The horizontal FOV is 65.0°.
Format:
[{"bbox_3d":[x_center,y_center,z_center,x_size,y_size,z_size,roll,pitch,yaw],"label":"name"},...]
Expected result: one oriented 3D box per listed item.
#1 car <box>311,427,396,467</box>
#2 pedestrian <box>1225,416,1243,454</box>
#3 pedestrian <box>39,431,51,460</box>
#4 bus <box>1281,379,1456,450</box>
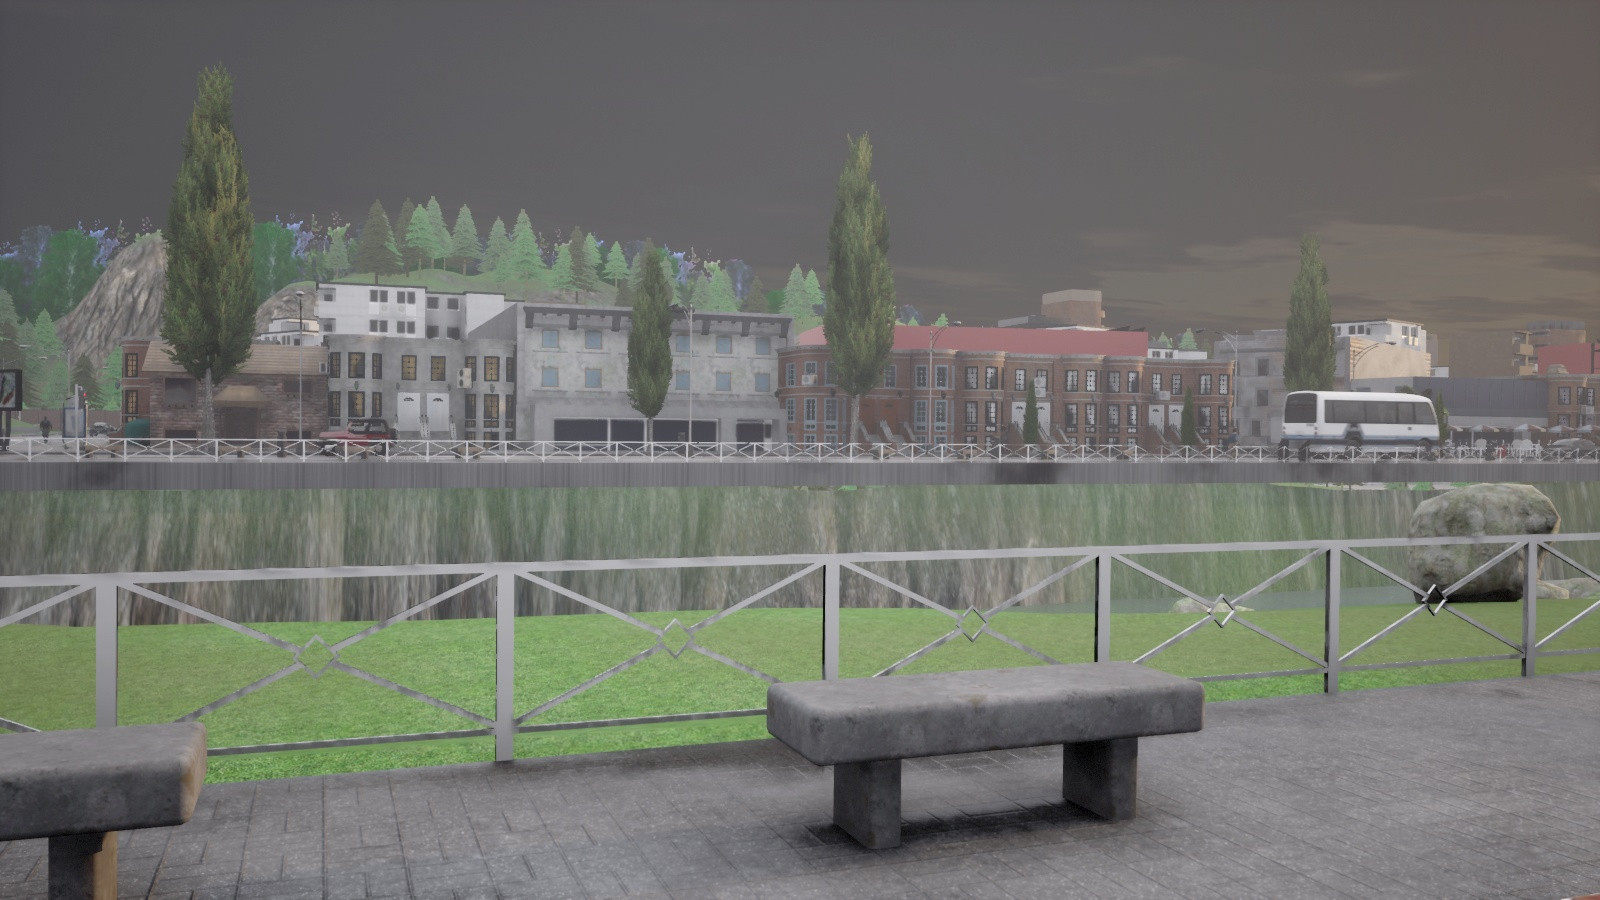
[{"bbox_3d":[-21.831,-0.169,61.422,3.866,1.878,1.905,-1,1,-21],"label":"car"},{"bbox_3d":[22.511,-0.794,65.102,0.788,1.949,0.423,-1,1,-23],"label":"pedestrian"},{"bbox_3d":[-49.019,-0.291,81.544,0.563,1.883,0.849,-1,1,-23],"label":"pedestrian"},{"bbox_3d":[35.785,-2.251,79.041,10.273,4.253,3.944,-1,1,-21],"label":"bus"}]
